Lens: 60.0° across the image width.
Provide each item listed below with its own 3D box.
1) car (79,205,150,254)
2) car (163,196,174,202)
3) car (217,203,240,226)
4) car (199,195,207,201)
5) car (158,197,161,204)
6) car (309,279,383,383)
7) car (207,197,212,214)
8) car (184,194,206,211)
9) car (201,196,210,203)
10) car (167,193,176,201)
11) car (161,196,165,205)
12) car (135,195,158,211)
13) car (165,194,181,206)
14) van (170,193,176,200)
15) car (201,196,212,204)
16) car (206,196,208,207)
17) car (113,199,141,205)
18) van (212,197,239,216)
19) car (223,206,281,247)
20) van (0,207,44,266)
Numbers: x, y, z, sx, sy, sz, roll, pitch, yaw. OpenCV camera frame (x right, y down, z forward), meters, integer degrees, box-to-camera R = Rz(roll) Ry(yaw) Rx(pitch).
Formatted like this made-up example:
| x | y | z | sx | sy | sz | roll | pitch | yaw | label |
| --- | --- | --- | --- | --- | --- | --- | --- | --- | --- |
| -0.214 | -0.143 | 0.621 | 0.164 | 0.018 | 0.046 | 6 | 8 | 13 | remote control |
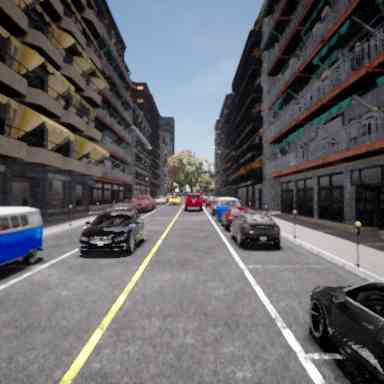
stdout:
| x | y | z | sx | sy | sz | roll | pitch | yaw | label |
| --- | --- | --- | --- | --- | --- | --- | --- | --- | --- |
| -3.064 | 1.504 | 13.562 | 1.837 | 1.490 | 4.892 | 0 | 0 | 0 | car |
| -5.441 | 1.549 | 77.535 | 2.008 | 1.369 | 4.403 | 1 | 0 | 0 | car |
| 2.757 | 1.580 | 20.612 | 1.802 | 1.307 | 4.206 | 1 | 0 | 0 | car |
| 2.936 | 1.542 | 88.968 | 1.887 | 1.381 | 4.507 | 1 | 0 | 0 | car |
| -5.564 | 1.543 | 43.358 | 1.887 | 1.381 | 4.507 | 1 | 0 | 0 | car |
| 2.713 | 1.565 | 3.523 | 1.947 | 1.339 | 4.313 | 1 | 0 | 0 | car |
| 2.789 | 1.437 | 32.005 | 1.967 | 1.590 | 4.097 | 1 | 0 | 0 | car |
| 0.206 | 1.219 | 41.062 | 2.150 | 2.045 | 5.566 | 0 | 0 | 0 | car |
| 2.891 | 1.541 | 71.879 | 1.887 | 1.381 | 4.507 | 1 | 0 | 0 | car |
| -5.407 | 1.314 | 88.929 | 2.192 | 1.841 | 5.009 | 1 | 0 | 0 | car |
| -5.492 | 1.523 | 60.276 | 1.752 | 1.417 | 4.829 | 1 | 0 | 0 | car |
| -5.574 | 1.314 | 37.661 | 2.192 | 1.841 | 5.009 | 1 | 0 | 0 | car |
| -2.906 | 1.475 | 56.088 | 1.882 | 1.535 | 5.008 | 0 | 0 | 1 | car |
| -5.392 | 1.340 | 94.624 | 1.690 | 1.788 | 3.998 | 1 | 0 | 0 | van |
| 2.877 | 1.541 | 66.183 | 1.887 | 1.381 | 4.507 | 1 | 0 | 0 | car |
| 2.832 | 1.579 | 49.094 | 1.802 | 1.307 | 4.206 | 1 | 0 | 0 | car |
| -5.608 | 1.550 | 26.268 | 2.008 | 1.369 | 4.403 | 1 | 0 | 0 | car |
| 2.777 | 1.339 | 26.309 | 1.690 | 1.788 | 3.998 | 1 | 0 | 0 | van |
| 2.743 | 1.549 | 14.916 | 2.008 | 1.369 | 4.403 | 1 | 0 | 0 | car |
| -5.649 | 1.341 | 9.179 | 1.690 | 1.788 | 3.998 | 1 | 0 | 0 | van |
